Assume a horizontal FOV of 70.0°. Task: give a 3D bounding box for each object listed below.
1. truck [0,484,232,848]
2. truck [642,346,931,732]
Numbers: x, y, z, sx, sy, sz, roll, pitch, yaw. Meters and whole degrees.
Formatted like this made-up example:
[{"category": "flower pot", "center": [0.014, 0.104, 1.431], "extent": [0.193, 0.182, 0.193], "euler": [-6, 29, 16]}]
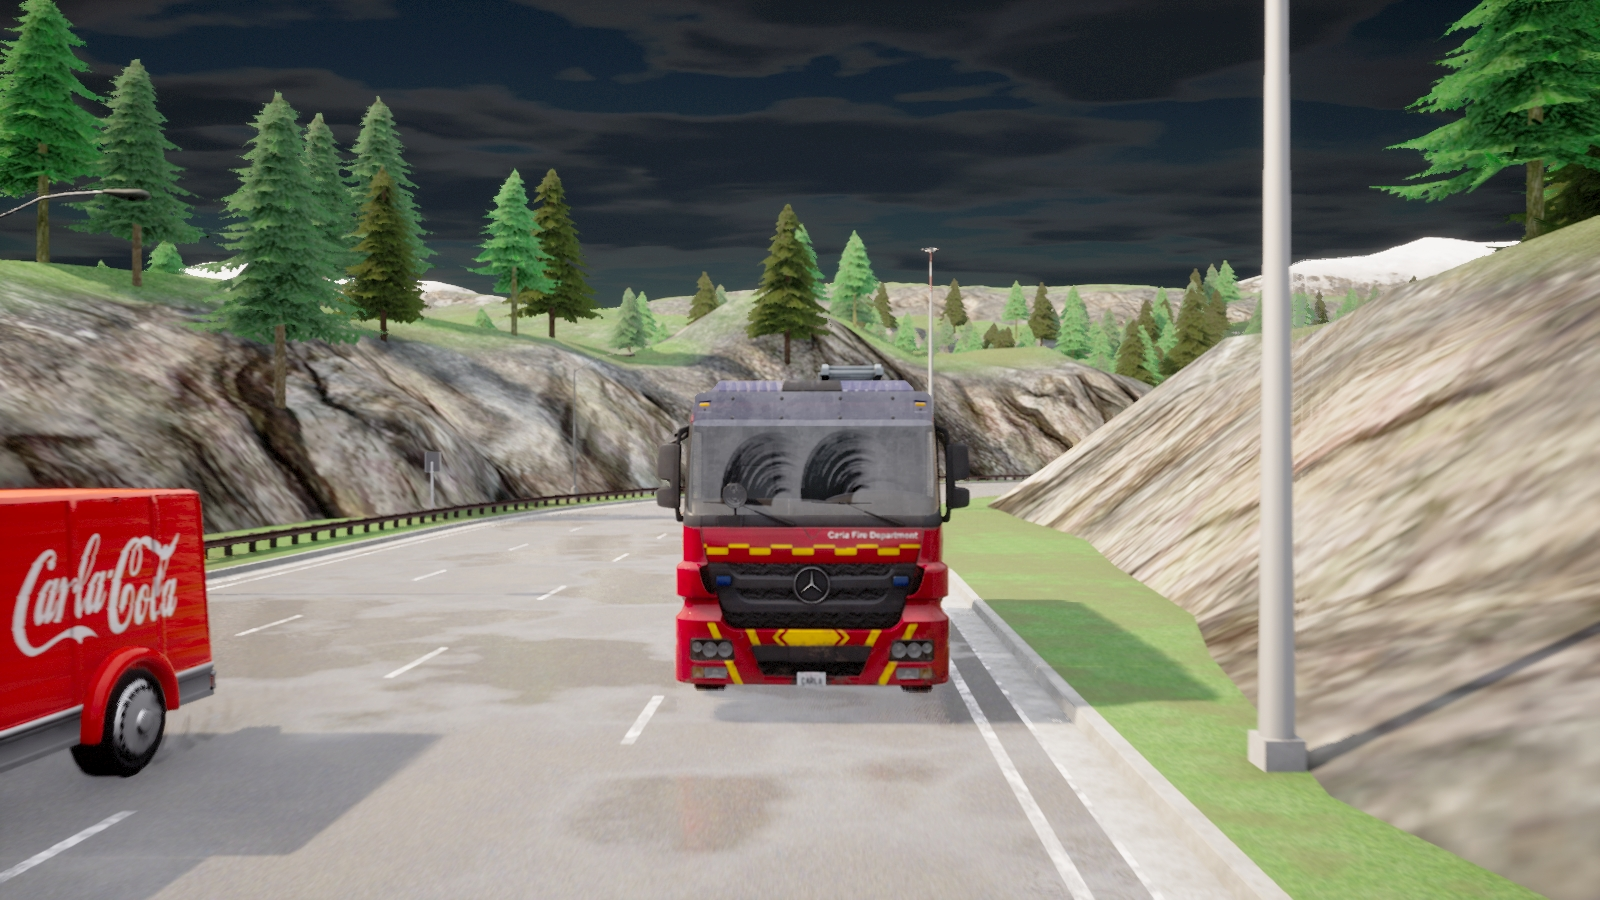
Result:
[{"category": "truck", "center": [-6.933, 1.568, 8.636], "extent": [2.627, 2.467, 5.204], "euler": [0, 0, 1]}, {"category": "truck", "center": [-0.029, 0.887, 15.626], "extent": [2.891, 3.827, 8.468], "euler": [0, 0, 2]}]
